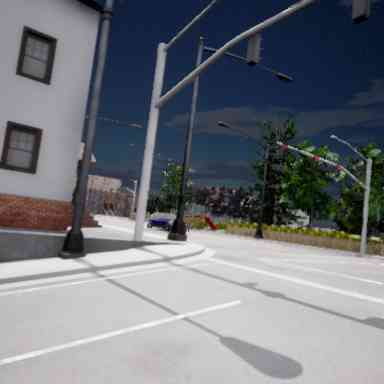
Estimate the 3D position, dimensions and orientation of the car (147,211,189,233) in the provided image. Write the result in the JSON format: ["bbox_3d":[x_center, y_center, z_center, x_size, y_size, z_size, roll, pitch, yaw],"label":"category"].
[{"bbox_3d":[-2.148,2.679,30.208,2.097,1.767,4.553,10,-6,-36],"label":"car"}]
